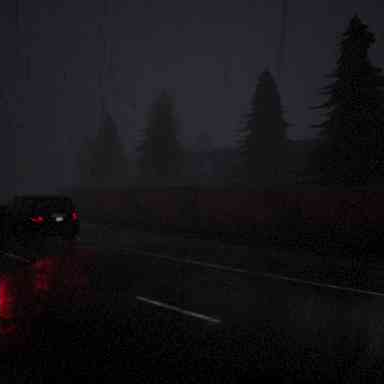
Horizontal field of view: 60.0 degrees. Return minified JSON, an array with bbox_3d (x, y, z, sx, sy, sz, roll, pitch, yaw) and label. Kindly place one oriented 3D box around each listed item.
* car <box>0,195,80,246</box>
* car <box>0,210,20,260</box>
[{"bbox_3d":[-7.196,1.163,15.206,2.150,2.045,5.566,0,0,-45],"label":"car"},{"bbox_3d":[-7.748,1.436,10.882,4.902,1.511,2.128,0,0,44],"label":"car"}]
